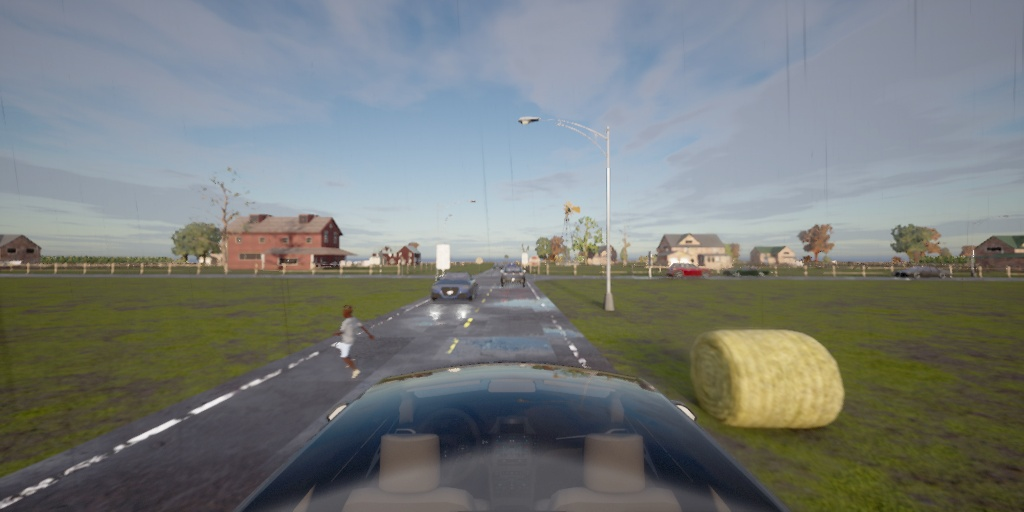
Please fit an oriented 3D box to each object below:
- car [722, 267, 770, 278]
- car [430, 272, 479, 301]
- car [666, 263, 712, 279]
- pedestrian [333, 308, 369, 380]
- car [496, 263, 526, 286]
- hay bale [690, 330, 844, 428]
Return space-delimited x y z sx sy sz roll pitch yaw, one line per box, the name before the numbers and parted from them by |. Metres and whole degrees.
car | 28.054 1.916 43.168 4.718 1.301 1.895 0 -1 0
car | -2.841 1.503 18.451 1.994 1.385 4.181 0 -1 0
car | 19.926 1.608 40.284 4.553 1.767 2.097 0 -1 0
pedestrian | -2.732 1.093 6.062 0.375 1.860 0.375 0 -1 4
car | 0.083 1.541 28.281 2.128 1.511 4.902 0 -1 0
hay bale | 3.124 1.438 4.568 1.220 1.180 1.240 0 0 0
